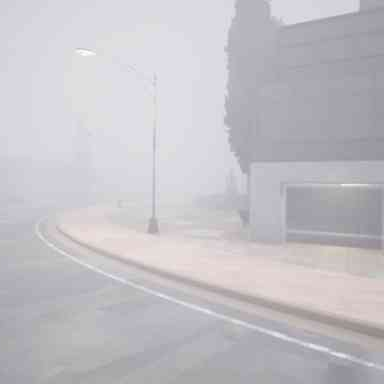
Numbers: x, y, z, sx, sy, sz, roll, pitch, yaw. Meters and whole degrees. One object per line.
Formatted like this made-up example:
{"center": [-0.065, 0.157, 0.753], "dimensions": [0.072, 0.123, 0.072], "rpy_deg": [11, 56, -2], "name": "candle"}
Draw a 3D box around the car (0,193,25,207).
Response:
{"center": [-20.639, 0.854, 36.692], "dimensions": [2.033, 1.411, 5.357], "rpy_deg": [1, 1, 3], "name": "car"}
